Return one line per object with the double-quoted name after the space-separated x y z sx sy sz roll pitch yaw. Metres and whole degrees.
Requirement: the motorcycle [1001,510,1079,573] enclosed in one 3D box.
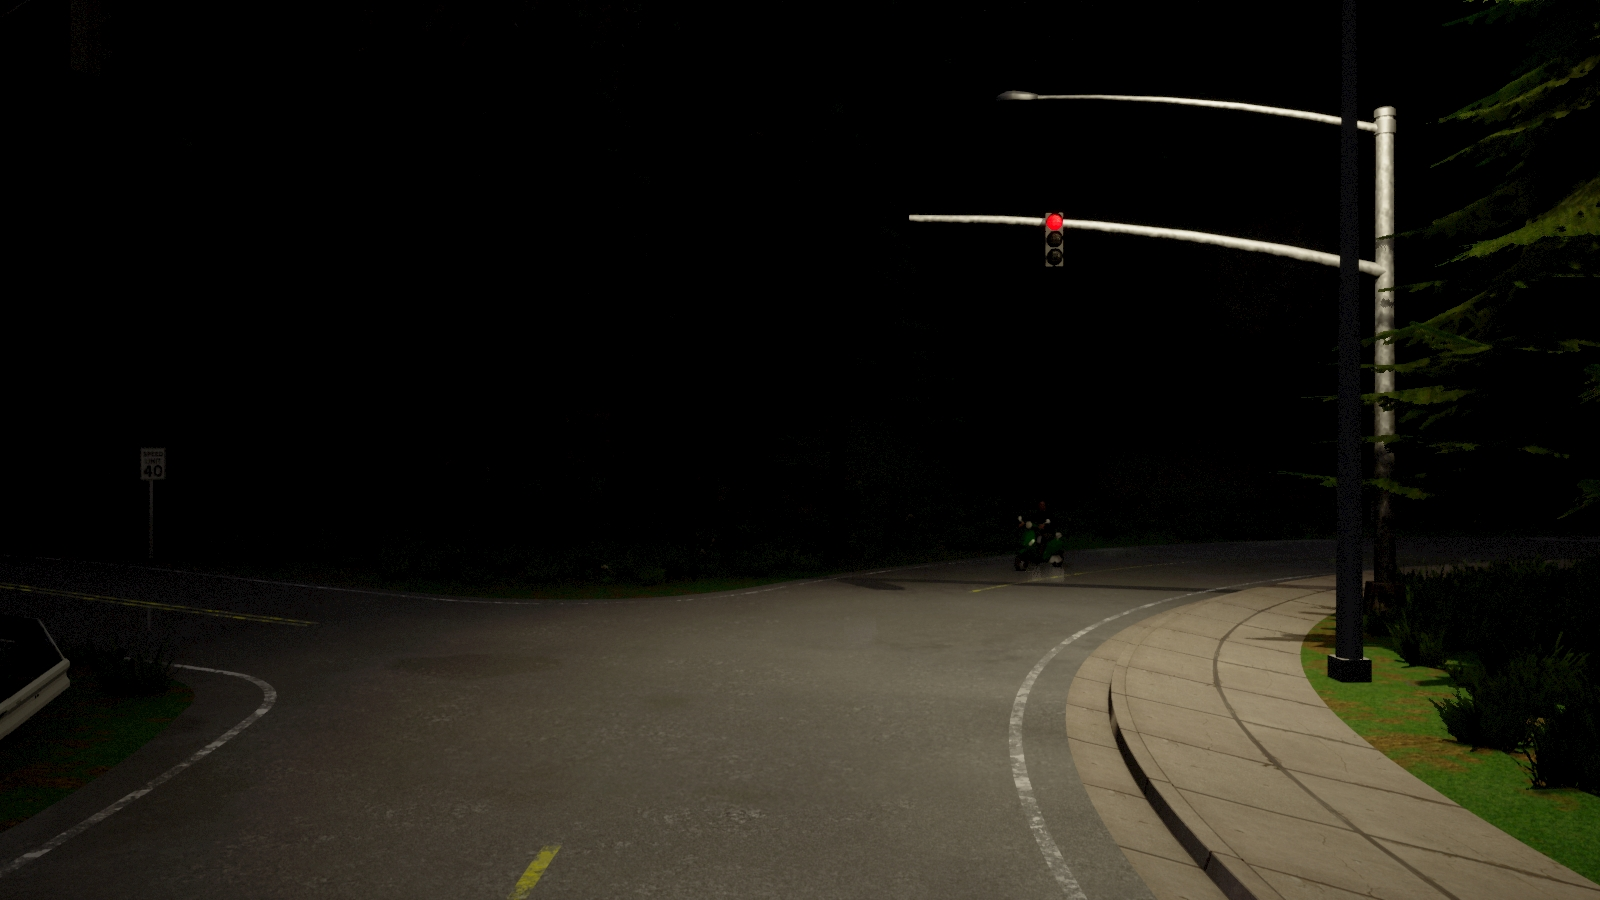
5.616 2.115 26.716 1.805 1.316 0.856 -1 1 -40 "motorcycle"
